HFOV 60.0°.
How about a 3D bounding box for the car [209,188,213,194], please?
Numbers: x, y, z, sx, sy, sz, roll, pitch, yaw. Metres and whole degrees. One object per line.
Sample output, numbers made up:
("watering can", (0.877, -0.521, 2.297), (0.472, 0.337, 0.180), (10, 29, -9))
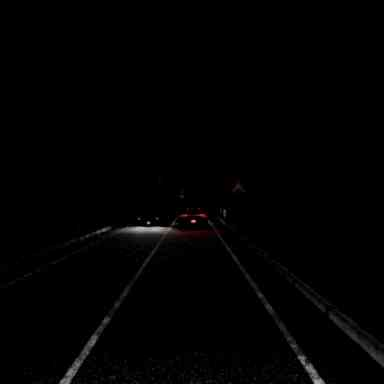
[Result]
("car", (8.139, 0.355, 91.774), (5.566, 2.045, 2.435), (0, 2, -1))

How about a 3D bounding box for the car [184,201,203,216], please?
("car", (0.231, 1.851, 38.096), (2.033, 1.411, 5.357), (0, 0, 2))

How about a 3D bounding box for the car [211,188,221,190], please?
("car", (8.110, 0.570, 89.024), (4.553, 1.767, 2.185), (0, 2, -1))

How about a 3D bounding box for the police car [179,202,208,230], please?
("police car", (0.097, 1.729, 23.366), (2.038, 1.542, 4.974), (0, -1, 0))

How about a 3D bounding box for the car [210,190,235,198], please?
("car", (8.020, 0.882, 83.516), (5.366, 1.575, 1.946), (0, 2, -1))

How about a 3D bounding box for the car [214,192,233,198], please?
("car", (8.177, 0.829, 86.276), (4.674, 1.452, 2.002), (0, 2, -1))

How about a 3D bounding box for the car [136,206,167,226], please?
("car", (-3.029, 1.802, 26.038), (2.033, 1.411, 5.357), (0, -1, 1))
